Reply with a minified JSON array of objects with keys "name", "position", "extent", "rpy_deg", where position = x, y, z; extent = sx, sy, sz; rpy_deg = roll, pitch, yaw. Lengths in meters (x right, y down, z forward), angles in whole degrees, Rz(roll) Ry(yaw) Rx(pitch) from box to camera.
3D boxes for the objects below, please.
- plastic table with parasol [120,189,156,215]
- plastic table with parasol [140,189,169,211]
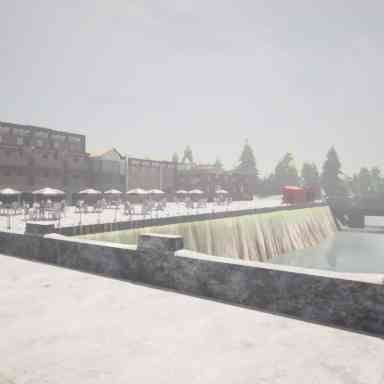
[{"name":"plastic table with parasol","position":[-5.263,0.925,32.485],"extent":[2.482,2.480,2.482],"rpy_deg":[0,0,35]},{"name":"plastic table with parasol","position":[-4.504,0.925,40.174],"extent":[2.482,2.480,2.482],"rpy_deg":[0,0,35]}]
